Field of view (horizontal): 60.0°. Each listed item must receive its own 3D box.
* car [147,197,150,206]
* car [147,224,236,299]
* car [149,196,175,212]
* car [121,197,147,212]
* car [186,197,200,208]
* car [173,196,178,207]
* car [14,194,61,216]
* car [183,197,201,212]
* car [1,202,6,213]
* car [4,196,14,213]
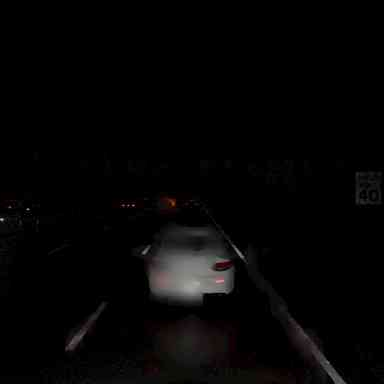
[{"bbox_3d":[-6.806,1.525,49.677,1.812,1.442,4.674,0,0,1],"label":"car"},{"bbox_3d":[-0.012,1.526,8.304,1.812,1.442,4.674,0,0,0],"label":"car"},{"bbox_3d":[-3.508,1.564,39.731,1.994,1.385,4.181,0,0,1],"label":"car"},{"bbox_3d":[-7.012,1.547,39.316,2.033,1.411,5.357,0,0,1],"label":"car"},{"bbox_3d":[0.193,1.477,49.538,1.882,1.535,5.008,0,0,1],"label":"car"},{"bbox_3d":[-3.308,1.352,49.559,2.097,1.767,4.553,0,0,1],"label":"car"},{"bbox_3d":[-15.043,1.221,33.255,2.150,2.045,5.566,0,0,0],"label":"car"},{"bbox_3d":[-0.012,1.526,39.321,1.812,1.442,4.674,0,0,1],"label":"car"},{"bbox_3d":[-15.106,1.564,22.774,1.994,1.385,4.181,0,0,0],"label":"car"},{"bbox_3d":[-18.533,1.221,36.592,2.150,2.045,5.566,0,0,0],"label":"car"}]
